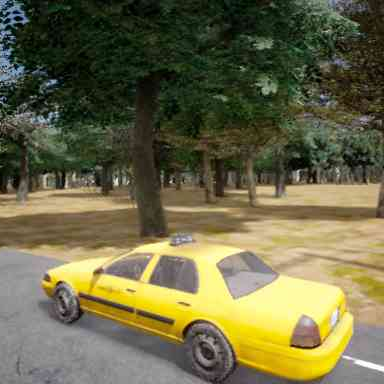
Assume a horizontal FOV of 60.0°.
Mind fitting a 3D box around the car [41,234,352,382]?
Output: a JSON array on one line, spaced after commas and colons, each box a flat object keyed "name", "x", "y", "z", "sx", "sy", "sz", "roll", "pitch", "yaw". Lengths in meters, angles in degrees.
[{"name": "car", "x": -0.398, "y": 1.467, "z": 5.447, "sx": 5.366, "sy": 1.575, "sz": 1.801, "roll": 0, "pitch": 0, "yaw": 36}]
